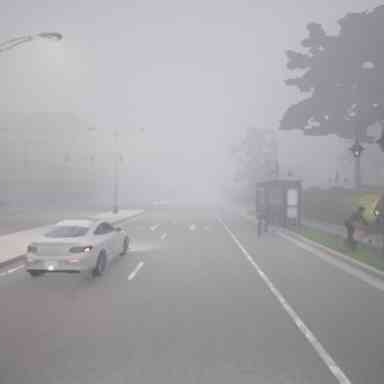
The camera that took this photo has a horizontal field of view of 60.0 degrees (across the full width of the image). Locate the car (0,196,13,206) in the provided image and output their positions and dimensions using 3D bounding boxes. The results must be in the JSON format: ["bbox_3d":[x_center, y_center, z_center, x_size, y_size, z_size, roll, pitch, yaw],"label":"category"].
[{"bbox_3d":[-30.888,1.399,52.510,4.674,1.442,1.812,0,0,0],"label":"car"}]

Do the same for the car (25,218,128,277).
[{"bbox_3d":[-3.227,1.511,10.045,1.812,1.442,4.674,0,0,1],"label":"car"}]

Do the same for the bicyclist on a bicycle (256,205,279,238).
[{"bbox_3d":[3.791,1.462,16.741,0.582,1.620,1.656,0,0,-30],"label":"bicyclist on a bicycle"}]

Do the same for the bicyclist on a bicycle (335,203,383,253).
[{"bbox_3d":[5.938,1.319,11.955,1.656,1.620,0.582,1,0,-4],"label":"bicyclist on a bicycle"}]
